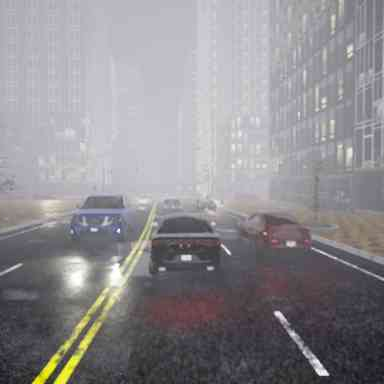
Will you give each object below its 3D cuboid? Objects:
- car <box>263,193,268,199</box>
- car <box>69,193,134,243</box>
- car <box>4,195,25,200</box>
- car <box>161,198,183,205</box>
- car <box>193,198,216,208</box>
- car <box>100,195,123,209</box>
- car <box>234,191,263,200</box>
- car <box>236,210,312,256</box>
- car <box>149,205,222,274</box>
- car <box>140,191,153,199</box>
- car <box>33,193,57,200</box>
[{"bbox_3d":[15.677,0.842,75.239,4.829,1.417,1.752,0,1,-4],"label":"car"},{"bbox_3d":[-3.996,1.085,15.673,2.150,2.045,5.566,0,1,-4],"label":"car"},{"bbox_3d":[-33.589,0.901,62.868,4.206,1.307,1.802,0,1,-4],"label":"car"},{"bbox_3d":[-1.750,1.269,29.402,2.033,1.411,5.357,0,1,-5],"label":"car"},{"bbox_3d":[1.154,1.273,33.186,1.895,1.301,4.718,0,1,-5],"label":"car"},{"bbox_3d":[-9.393,1.130,39.069,1.882,1.535,5.008,0,0,-5],"label":"car"},{"bbox_3d":[10.883,0.824,66.455,5.009,1.841,2.192,0,1,-4],"label":"car"},{"bbox_3d":[2.893,1.396,12.466,1.812,1.442,4.674,0,1,-3],"label":"car"},{"bbox_3d":[-0.236,1.379,10.328,1.882,1.535,5.008,0,1,-2],"label":"car"},{"bbox_3d":[-7.702,0.596,56.453,1.882,1.535,5.008,0,1,-5],"label":"car"},{"bbox_3d":[-27.918,0.911,63.276,4.313,1.339,1.947,0,1,-4],"label":"car"}]
